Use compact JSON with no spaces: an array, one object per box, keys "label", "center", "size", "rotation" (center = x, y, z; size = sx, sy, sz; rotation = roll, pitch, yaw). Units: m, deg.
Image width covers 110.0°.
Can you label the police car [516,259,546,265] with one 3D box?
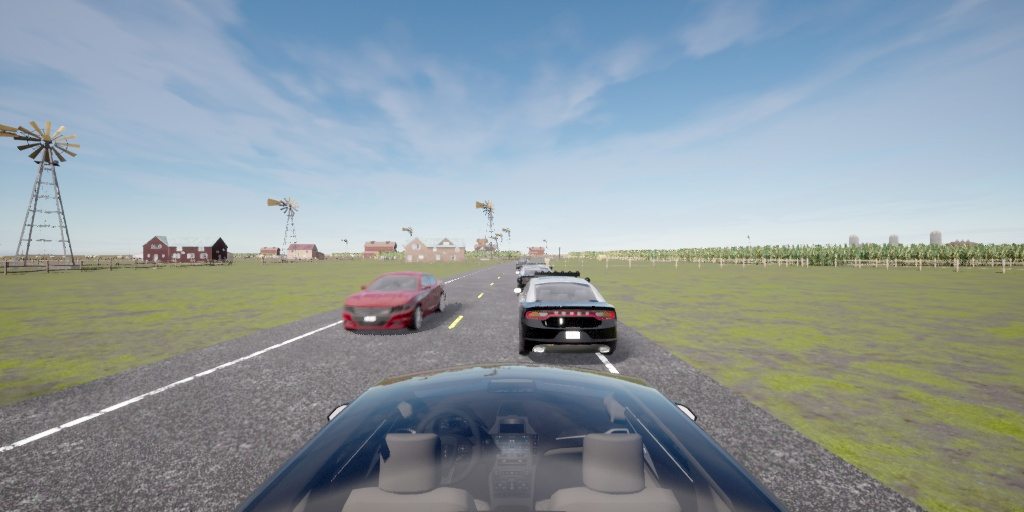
[{"label":"police car","center":[1.226,1.173,18.806],"size":[1.930,1.638,5.238],"rotation":[0,0,1]}]

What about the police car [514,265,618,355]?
[{"label":"police car","center":[1.084,1.176,8.837],"size":[1.930,1.638,5.238],"rotation":[0,0,1]}]

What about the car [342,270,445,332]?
[{"label":"car","center":[-3.390,1.228,11.131],"size":[1.882,1.535,5.008],"rotation":[0,0,1]}]

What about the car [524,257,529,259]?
[{"label":"car","center":[1.594,1.209,53.944],"size":[2.128,1.511,4.902],"rotation":[0,0,4]}]
